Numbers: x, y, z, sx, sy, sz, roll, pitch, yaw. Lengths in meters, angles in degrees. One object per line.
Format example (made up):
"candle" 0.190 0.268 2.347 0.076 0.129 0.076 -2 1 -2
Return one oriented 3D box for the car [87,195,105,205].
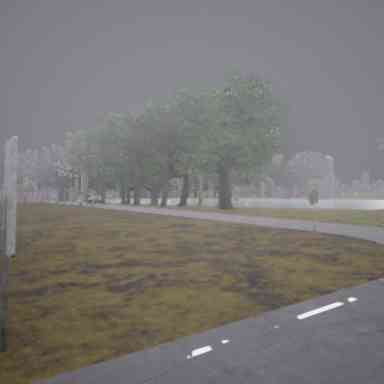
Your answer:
"car" -17.824 1.392 61.624 2.097 1.767 4.553 2 -1 -36
